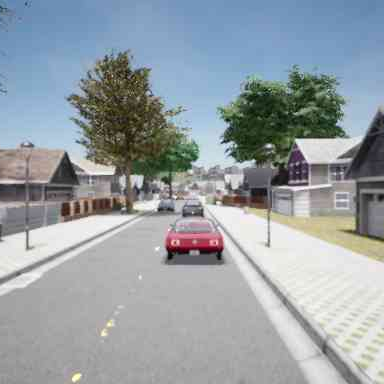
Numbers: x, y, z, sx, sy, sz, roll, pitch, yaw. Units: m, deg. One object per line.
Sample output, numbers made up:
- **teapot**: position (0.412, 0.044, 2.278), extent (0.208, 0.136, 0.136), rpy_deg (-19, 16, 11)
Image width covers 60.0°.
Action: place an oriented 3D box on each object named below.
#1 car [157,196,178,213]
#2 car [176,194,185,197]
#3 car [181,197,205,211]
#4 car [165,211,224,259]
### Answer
- **car**: position (-2.855, 1.534, 37.683), extent (2.033, 1.411, 5.357), rpy_deg (0, 0, 0)
- **car**: position (-2.770, 1.157, 79.325), extent (1.882, 1.535, 5.008), rpy_deg (0, 0, 0)
- **car**: position (0.087, 1.484, 29.346), extent (2.128, 1.511, 4.902), rpy_deg (0, 0, 0)
- **car**: position (0.090, 1.600, 12.596), extent (1.895, 1.301, 4.718), rpy_deg (0, 0, 0)
